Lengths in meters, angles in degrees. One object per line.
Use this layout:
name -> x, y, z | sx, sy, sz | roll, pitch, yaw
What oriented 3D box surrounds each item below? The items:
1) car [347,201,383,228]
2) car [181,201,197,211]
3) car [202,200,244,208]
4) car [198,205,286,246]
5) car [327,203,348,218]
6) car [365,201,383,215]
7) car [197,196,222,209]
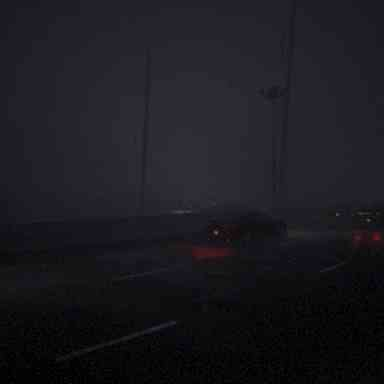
car -> 12.524, 1.572, 22.887 | 2.128, 1.511, 4.902 | -1, -1, 36
car -> -0.085, 2.095, 50.959 | 1.837, 1.490, 4.892 | -1, -1, 19
car -> 3.501, 1.866, 34.685 | 2.033, 1.411, 5.357 | -1, -1, 31
car -> 2.772, 1.616, 16.293 | 1.882, 1.535, 5.008 | -1, -1, 44
car -> 14.210, 1.752, 31.964 | 1.895, 1.301, 4.718 | -1, -1, 29
car -> 20.117, 1.682, 36.172 | 1.994, 1.385, 4.181 | -1, -1, 25
car -> 3.091, 1.689, 49.496 | 2.150, 2.045, 5.566 | -1, -1, 20
